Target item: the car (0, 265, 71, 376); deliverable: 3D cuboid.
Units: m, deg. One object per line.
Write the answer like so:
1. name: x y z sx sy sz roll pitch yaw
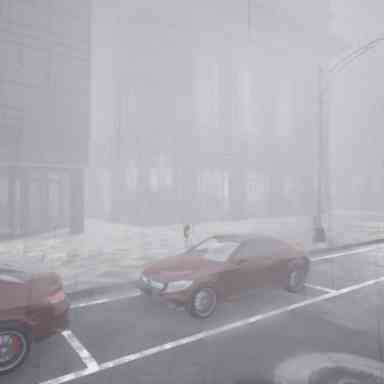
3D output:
1. car: -3.683 1.582 4.018 4.206 1.307 1.802 0 0 -36

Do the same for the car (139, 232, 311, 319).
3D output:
1. car: 0.905 1.580 7.293 4.206 1.307 1.802 0 0 -36
